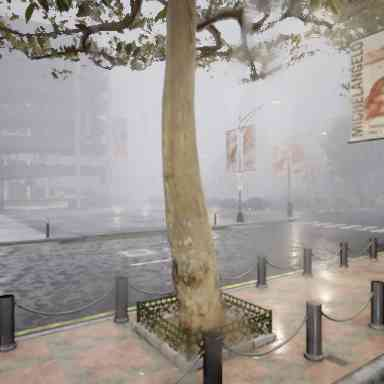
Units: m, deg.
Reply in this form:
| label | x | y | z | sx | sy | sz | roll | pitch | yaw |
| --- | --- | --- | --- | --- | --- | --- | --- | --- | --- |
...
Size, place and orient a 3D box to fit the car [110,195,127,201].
| label | x | y | z | sx | sy | sz | roll | pitch | yaw |
| --- | --- | --- | --- | --- | --- | --- | --- | --- | --- |
| car | -18.503 | 1.419 | 77.715 | 5.008 | 1.535 | 1.882 | 0 | 0 | 12 |

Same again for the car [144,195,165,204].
| label | x | y | z | sx | sy | sz | roll | pitch | yaw |
| --- | --- | --- | --- | --- | --- | --- | --- | --- | --- |
| car | -6.329 | 1.495 | 62.928 | 4.892 | 1.490 | 1.837 | 0 | 0 | 42 |

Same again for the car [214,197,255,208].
| label | x | y | z | sx | sy | sz | roll | pitch | yaw |
| --- | --- | --- | --- | --- | --- | --- | --- | --- | --- |
| car | 5.957 | 1.538 | 47.398 | 2.033 | 1.411 | 5.357 | 0 | 0 | -35 |

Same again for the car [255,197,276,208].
| label | x | y | z | sx | sy | sz | roll | pitch | yaw |
| --- | --- | --- | --- | --- | --- | --- | --- | --- | --- |
| car | 9.803 | 1.494 | 47.996 | 1.837 | 1.490 | 4.892 | 0 | 0 | -36 |

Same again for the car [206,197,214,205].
| label | x | y | z | sx | sy | sz | roll | pitch | yaw |
| --- | --- | --- | --- | --- | --- | --- | --- | --- | --- |
| car | 4.157 | 1.537 | 55.941 | 2.033 | 1.411 | 5.357 | 0 | 0 | -36 |

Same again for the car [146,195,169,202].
| label | x | y | z | sx | sy | sz | roll | pitch | yaw |
| --- | --- | --- | --- | --- | --- | --- | --- | --- | --- |
| car | -7.947 | 1.514 | 77.261 | 4.902 | 1.511 | 2.128 | 0 | 0 | 26 |

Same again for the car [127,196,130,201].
| label | x | y | z | sx | sy | sz | roll | pitch | yaw |
| --- | --- | --- | --- | --- | --- | --- | --- | --- | --- |
| car | -17.539 | 1.430 | 81.080 | 4.892 | 1.490 | 1.837 | 0 | 0 | 12 |

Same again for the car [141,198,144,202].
| label | x | y | z | sx | sy | sz | roll | pitch | yaw |
| --- | --- | --- | --- | --- | --- | --- | --- | --- | --- |
| car | -8.972 | 1.467 | 73.850 | 5.008 | 1.535 | 1.882 | 0 | 0 | 30 |
